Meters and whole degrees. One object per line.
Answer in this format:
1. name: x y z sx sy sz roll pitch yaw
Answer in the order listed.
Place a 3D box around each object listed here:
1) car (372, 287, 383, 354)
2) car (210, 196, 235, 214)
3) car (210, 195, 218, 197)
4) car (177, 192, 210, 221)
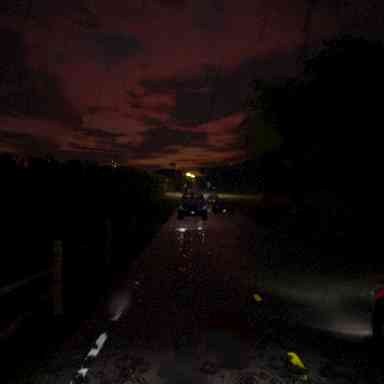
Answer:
1. car: 3.578 1.355 2.837 2.097 1.767 4.553 0 0 0
2. car: 2.893 1.366 31.904 1.895 1.301 4.718 0 1 -1
3. car: 2.853 1.041 44.442 2.033 1.411 5.357 0 2 0
4. car: 0.055 1.069 26.402 2.150 2.045 5.566 0 1 0
